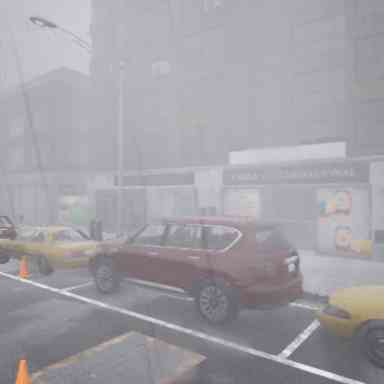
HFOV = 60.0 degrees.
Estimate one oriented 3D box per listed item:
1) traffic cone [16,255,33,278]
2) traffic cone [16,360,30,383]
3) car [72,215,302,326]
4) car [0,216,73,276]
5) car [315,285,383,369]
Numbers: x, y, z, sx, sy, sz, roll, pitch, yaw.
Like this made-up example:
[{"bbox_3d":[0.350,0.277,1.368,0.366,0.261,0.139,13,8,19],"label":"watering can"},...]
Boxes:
[{"bbox_3d":[-4.711,2.081,9.369,0.340,0.580,0.340,0,-1,37],"label":"traffic cone"},{"bbox_3d":[-1.716,2.004,3.368,0.340,0.580,0.340,0,-1,37],"label":"traffic cone"},{"bbox_3d":[-0.143,1.438,7.369,5.009,1.841,2.192,0,-1,37],"label":"car"},{"bbox_3d":[-4.697,1.674,10.785,4.829,1.417,1.752,0,-1,37],"label":"car"},{"bbox_3d":[4.136,1.624,4.151,4.829,1.417,1.752,0,-1,37],"label":"car"}]
